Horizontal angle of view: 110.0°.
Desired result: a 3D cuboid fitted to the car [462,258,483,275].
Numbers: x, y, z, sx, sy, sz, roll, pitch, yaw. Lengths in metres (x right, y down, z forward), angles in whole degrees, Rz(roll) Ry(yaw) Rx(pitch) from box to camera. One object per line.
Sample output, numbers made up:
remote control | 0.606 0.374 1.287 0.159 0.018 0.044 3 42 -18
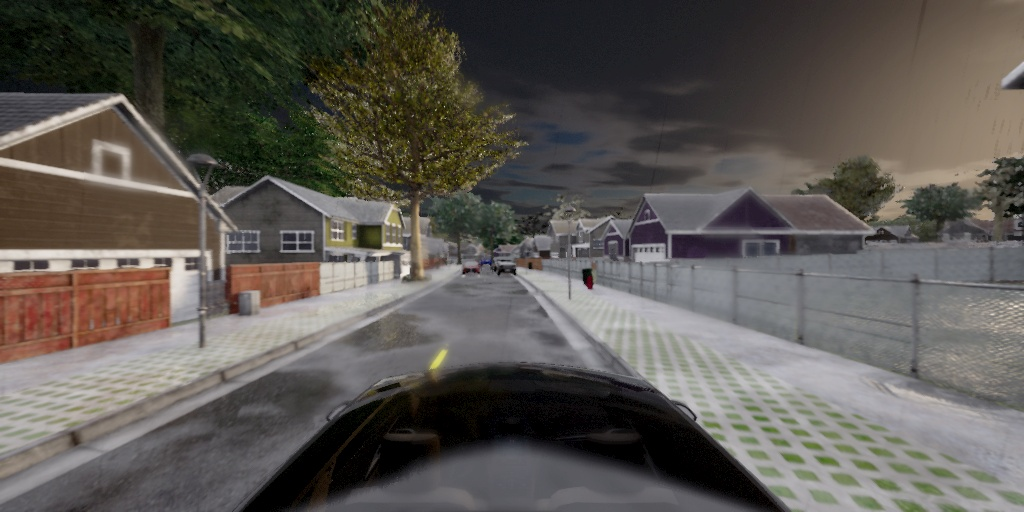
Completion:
car | -4.504 1.278 40.123 1.882 1.535 5.008 0 0 -5

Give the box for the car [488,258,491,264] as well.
car | -2.130 1.374 53.763 1.812 1.442 4.674 0 0 -6

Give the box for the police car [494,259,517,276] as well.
police car | -0.619 1.209 37.868 1.930 1.638 5.238 0 0 -4

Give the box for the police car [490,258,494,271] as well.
police car | -1.508 1.246 47.877 1.930 1.638 5.238 0 0 -6
